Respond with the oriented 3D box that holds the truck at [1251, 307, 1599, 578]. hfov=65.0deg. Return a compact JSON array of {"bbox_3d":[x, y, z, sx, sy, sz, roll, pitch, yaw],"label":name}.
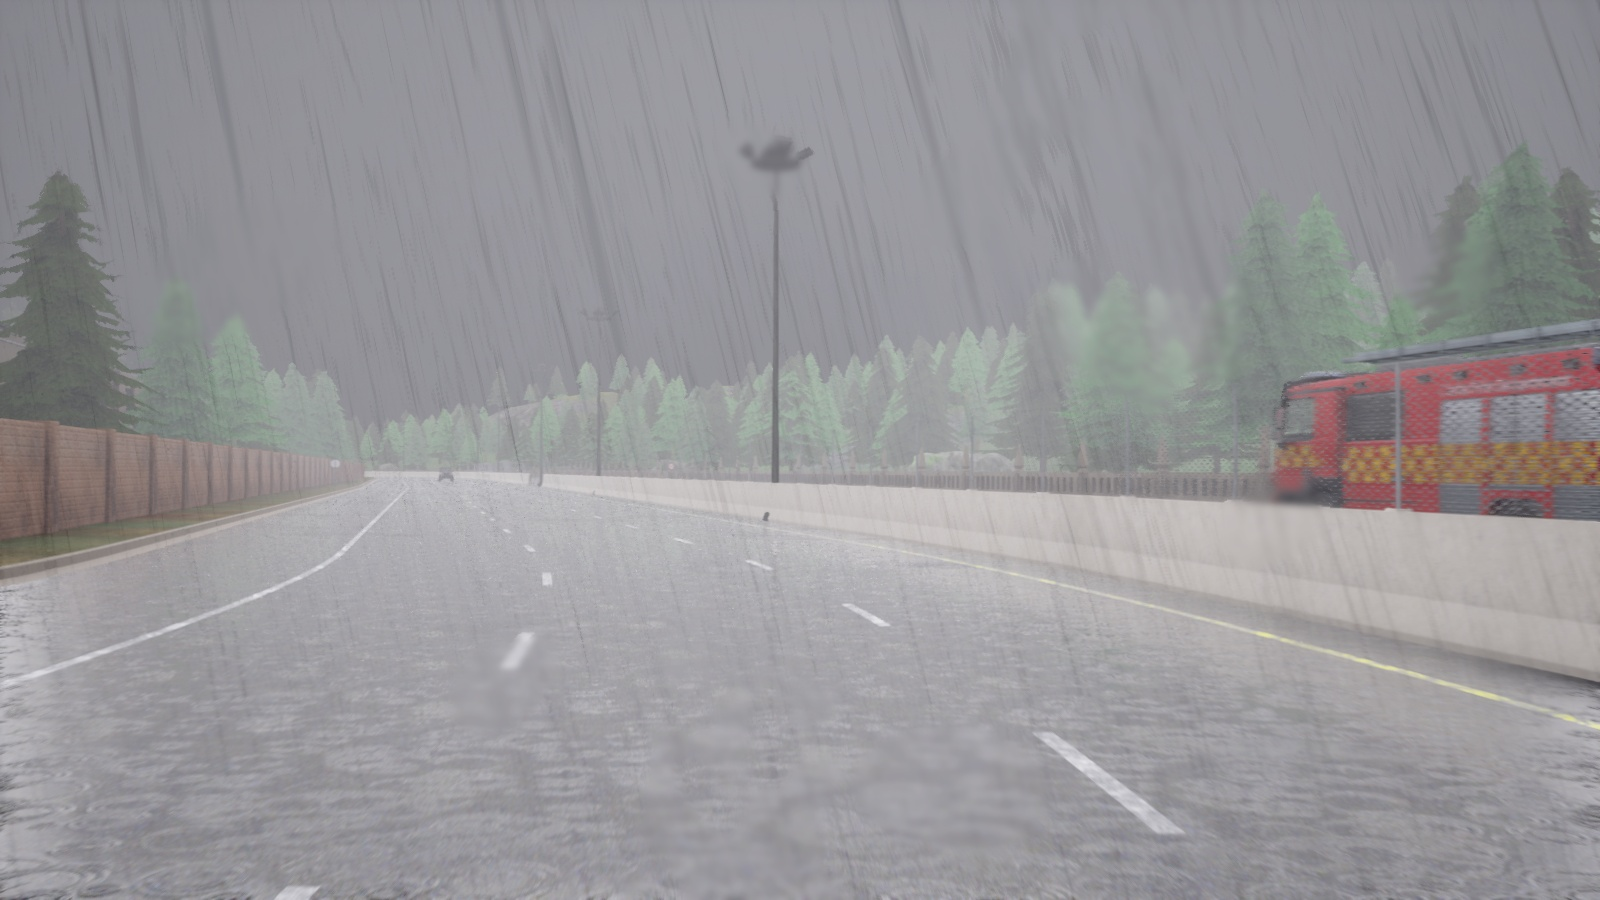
[{"bbox_3d":[11.637,-0.029,22.148,2.891,3.827,8.468,0,-1,-12],"label":"truck"}]
